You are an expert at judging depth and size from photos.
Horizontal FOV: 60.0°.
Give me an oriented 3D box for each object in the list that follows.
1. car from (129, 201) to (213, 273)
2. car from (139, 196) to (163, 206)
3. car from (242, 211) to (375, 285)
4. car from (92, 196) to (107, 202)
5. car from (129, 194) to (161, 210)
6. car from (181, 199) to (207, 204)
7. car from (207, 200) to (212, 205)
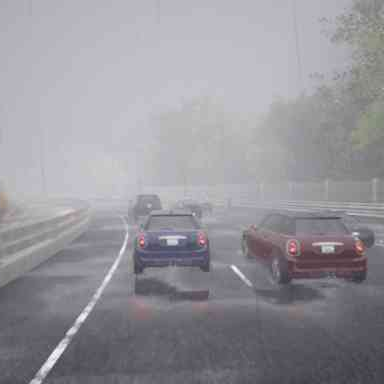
[{"bbox_3d":[-0.726,1.331,10.844,2.097,1.767,4.553,0,0,-6],"label":"car"},{"bbox_3d":[-6.522,1.403,52.434,2.128,1.511,4.902,0,0,-28],"label":"car"},{"bbox_3d":[2.905,1.320,9.641,2.097,1.767,4.553,0,0,-5],"label":"car"},{"bbox_3d":[-20.431,1.510,73.399,1.895,1.301,4.718,0,0,-37],"label":"car"},{"bbox_3d":[-3.956,1.177,27.593,2.150,2.045,5.566,0,0,-16],"label":"car"},{"bbox_3d":[-0.552,1.447,28.285,1.837,1.490,4.892,0,0,-15],"label":"car"},{"bbox_3d":[0.732,1.447,36.243,1.812,1.442,4.674,0,0,-21],"label":"car"}]
